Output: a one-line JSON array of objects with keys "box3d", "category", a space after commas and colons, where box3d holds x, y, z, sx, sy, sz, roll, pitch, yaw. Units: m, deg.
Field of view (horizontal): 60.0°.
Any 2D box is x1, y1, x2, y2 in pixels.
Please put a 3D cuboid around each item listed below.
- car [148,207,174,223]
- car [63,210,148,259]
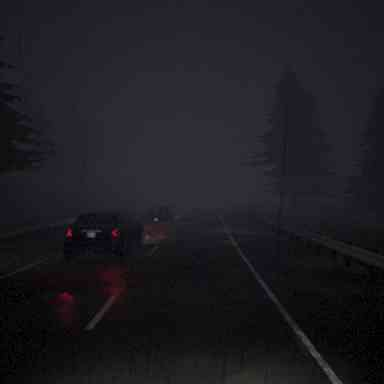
[{"box3d": [-2.649, 1.880, 28.077, 1.895, 1.301, 4.718, 0, -1, 4], "category": "car"}, {"box3d": [-3.304, 1.484, 13.321, 2.097, 1.767, 4.553, 0, -1, 2], "category": "car"}]
